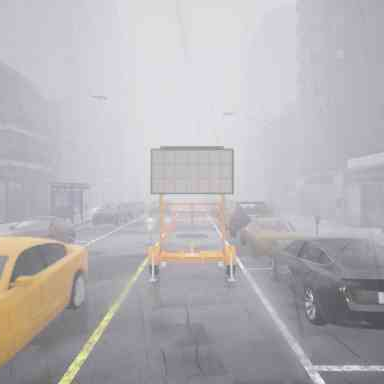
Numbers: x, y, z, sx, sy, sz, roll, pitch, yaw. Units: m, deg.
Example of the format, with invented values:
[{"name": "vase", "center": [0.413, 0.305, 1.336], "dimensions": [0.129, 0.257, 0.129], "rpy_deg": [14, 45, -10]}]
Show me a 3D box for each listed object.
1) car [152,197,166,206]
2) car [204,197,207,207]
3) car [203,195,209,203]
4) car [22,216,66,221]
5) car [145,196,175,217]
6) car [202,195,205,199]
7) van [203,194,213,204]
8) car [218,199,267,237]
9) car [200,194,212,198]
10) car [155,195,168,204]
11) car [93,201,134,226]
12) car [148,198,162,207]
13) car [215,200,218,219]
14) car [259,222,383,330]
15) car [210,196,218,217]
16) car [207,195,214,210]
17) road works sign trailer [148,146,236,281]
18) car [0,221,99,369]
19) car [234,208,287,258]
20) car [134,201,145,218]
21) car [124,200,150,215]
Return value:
[{"name": "car", "center": [-5.623, 1.560, 56.597], "dimensions": [1.947, 1.339, 4.313], "rpy_deg": [0, 0, 0]}, {"name": "car", "center": [2.890, 1.547, 40.025], "dimensions": [2.008, 1.369, 4.403], "rpy_deg": [0, 0, 0]}, {"name": "car", "center": [2.894, 1.546, 45.549], "dimensions": [2.008, 1.369, 4.403], "rpy_deg": [0, 0, 0]}, {"name": "car", "center": [-5.659, 1.581, 12.396], "dimensions": [1.802, 1.307, 4.206], "rpy_deg": [0, 0, 0]}, {"name": "car", "center": [-2.976, 1.474, 31.743], "dimensions": [1.882, 1.535, 5.008], "rpy_deg": [0, 0, 0]}, {"name": "car", "center": [2.899, 1.561, 51.072], "dimensions": [1.947, 1.339, 4.313], "rpy_deg": [0, 0, 0]}, {"name": "van", "center": [2.908, 1.335, 62.120], "dimensions": [1.690, 1.788, 3.998], "rpy_deg": [0, 0, 0]}, {"name": "car", "center": [2.872, 1.314, 17.931], "dimensions": [2.192, 1.841, 5.009], "rpy_deg": [0, 0, 0]}, {"name": "car", "center": [2.903, 1.309, 56.596], "dimensions": [2.192, 1.841, 5.009], "rpy_deg": [0, 0, 0]}, {"name": "car", "center": [-5.618, 1.433, 62.122], "dimensions": [1.967, 1.590, 4.097], "rpy_deg": [0, 0, 0]}, {"name": "car", "center": [-5.650, 1.543, 23.446], "dimensions": [1.887, 1.381, 4.507], "rpy_deg": [0, 0, 0]}, {"name": "car", "center": [-5.627, 1.576, 51.072], "dimensions": [1.802, 1.307, 4.206], "rpy_deg": [0, 0, 0]}, {"name": "car", "center": [2.876, 1.523, 23.625], "dimensions": [1.752, 1.417, 4.829], "rpy_deg": [0, 0, 0]}, {"name": "car", "center": [2.862, 1.566, 6.884], "dimensions": [1.947, 1.339, 4.313], "rpy_deg": [0, 0, 0]}, {"name": "car", "center": [2.880, 1.437, 28.978], "dimensions": [1.967, 1.590, 4.097], "rpy_deg": [0, 0, 0]}, {"name": "car", "center": [2.885, 1.437, 34.502], "dimensions": [1.967, 1.590, 4.097], "rpy_deg": [0, 0, 0]}, {"name": "road works sign trailer", "center": [0.006, 0.464, 9.789], "dimensions": [2.380, 3.560, 2.880], "rpy_deg": [0, 0, 0]}, {"name": "car", "center": [-3.098, 1.477, 4.972], "dimensions": [1.882, 1.535, 5.008], "rpy_deg": [0, 0, 0]}, {"name": "car", "center": [2.867, 1.525, 12.577], "dimensions": [1.752, 1.417, 4.829], "rpy_deg": [0, 0, 0]}, {"name": "car", "center": [-5.646, 1.563, 28.971], "dimensions": [1.947, 1.339, 4.313], "rpy_deg": [0, 0, 0]}, {"name": "car", "center": [-5.641, 1.562, 34.496], "dimensions": [1.947, 1.339, 4.313], "rpy_deg": [0, 0, 0]}]
